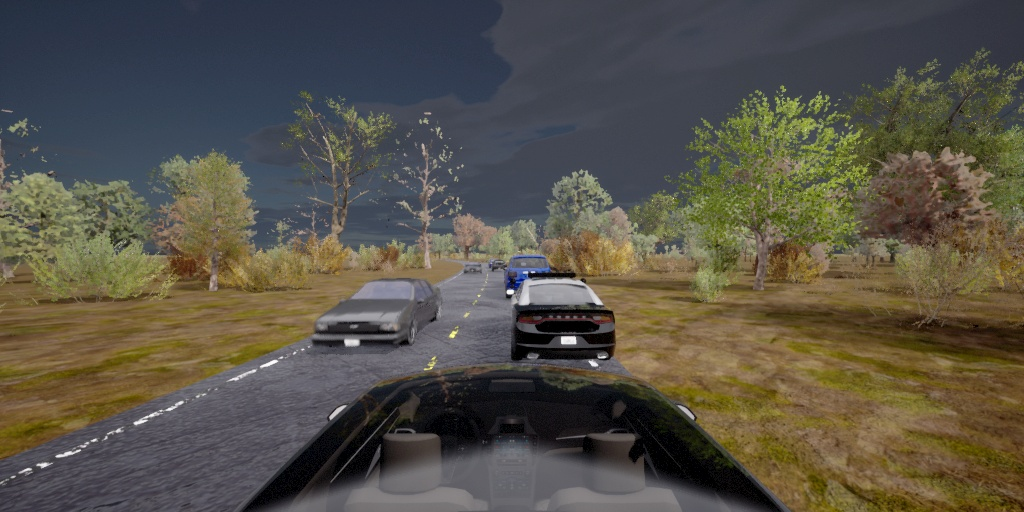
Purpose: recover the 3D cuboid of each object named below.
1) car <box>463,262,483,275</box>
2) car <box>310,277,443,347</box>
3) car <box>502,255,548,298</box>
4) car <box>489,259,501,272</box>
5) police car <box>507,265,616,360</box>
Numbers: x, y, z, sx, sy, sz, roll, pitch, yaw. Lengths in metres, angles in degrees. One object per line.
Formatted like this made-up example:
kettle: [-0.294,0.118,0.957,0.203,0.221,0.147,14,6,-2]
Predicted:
car: [-4.241,1.313,39.284,1.994,1.385,4.181,0,0,-4]
car: [-3.123,1.297,9.617,2.033,1.411,5.357,0,0,0]
car: [0.736,0.972,18.411,2.150,2.045,5.566,0,0,-2]
car: [-1.737,1.254,46.942,1.837,1.490,4.892,0,0,-5]
police car: [0.908,1.174,8.443,1.930,1.638,5.238,0,0,0]
